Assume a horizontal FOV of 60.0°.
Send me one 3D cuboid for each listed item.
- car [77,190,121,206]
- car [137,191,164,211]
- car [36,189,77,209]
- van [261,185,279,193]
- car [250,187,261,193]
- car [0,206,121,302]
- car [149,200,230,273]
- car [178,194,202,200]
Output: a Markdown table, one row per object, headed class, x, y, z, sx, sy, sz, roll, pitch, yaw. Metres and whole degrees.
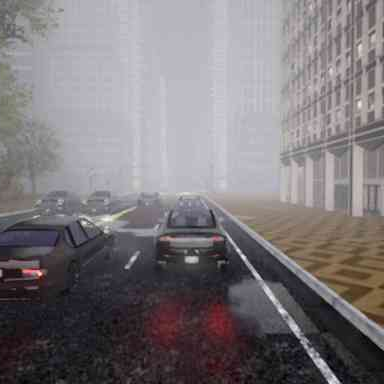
| class | x | y | z | sx | sy | sz | roll | pitch | yaw |
| --- | --- | --- | --- | --- | --- | --- | --- | --- | --- |
| car | -6.842 | 0.621 | 25.485 | 2.097 | 1.767 | 4.553 | 0 | 2 | -1 |
| car | -3.429 | 0.693 | 27.861 | 2.128 | 1.511 | 4.902 | 0 | 2 | 0 |
| car | -10.091 | 0.625 | 25.453 | 2.097 | 1.767 | 4.553 | 0 | 2 | -1 |
| van | 17.678 | -0.578 | 71.870 | 3.998 | 1.788 | 1.690 | 0 | 1 | 2 |
| car | 16.331 | -0.605 | 80.032 | 4.829 | 1.417 | 1.752 | 0 | 1 | 2 |
| car | -3.262 | 1.309 | 7.985 | 2.033 | 1.411 | 5.357 | 0 | 2 | 0 |
| car | -0.019 | 1.199 | 9.673 | 2.128 | 1.511 | 4.902 | 0 | 2 | 0 |
| car | -0.167 | 0.843 | 26.233 | 1.895 | 1.301 | 4.718 | 0 | 2 | 0 |
